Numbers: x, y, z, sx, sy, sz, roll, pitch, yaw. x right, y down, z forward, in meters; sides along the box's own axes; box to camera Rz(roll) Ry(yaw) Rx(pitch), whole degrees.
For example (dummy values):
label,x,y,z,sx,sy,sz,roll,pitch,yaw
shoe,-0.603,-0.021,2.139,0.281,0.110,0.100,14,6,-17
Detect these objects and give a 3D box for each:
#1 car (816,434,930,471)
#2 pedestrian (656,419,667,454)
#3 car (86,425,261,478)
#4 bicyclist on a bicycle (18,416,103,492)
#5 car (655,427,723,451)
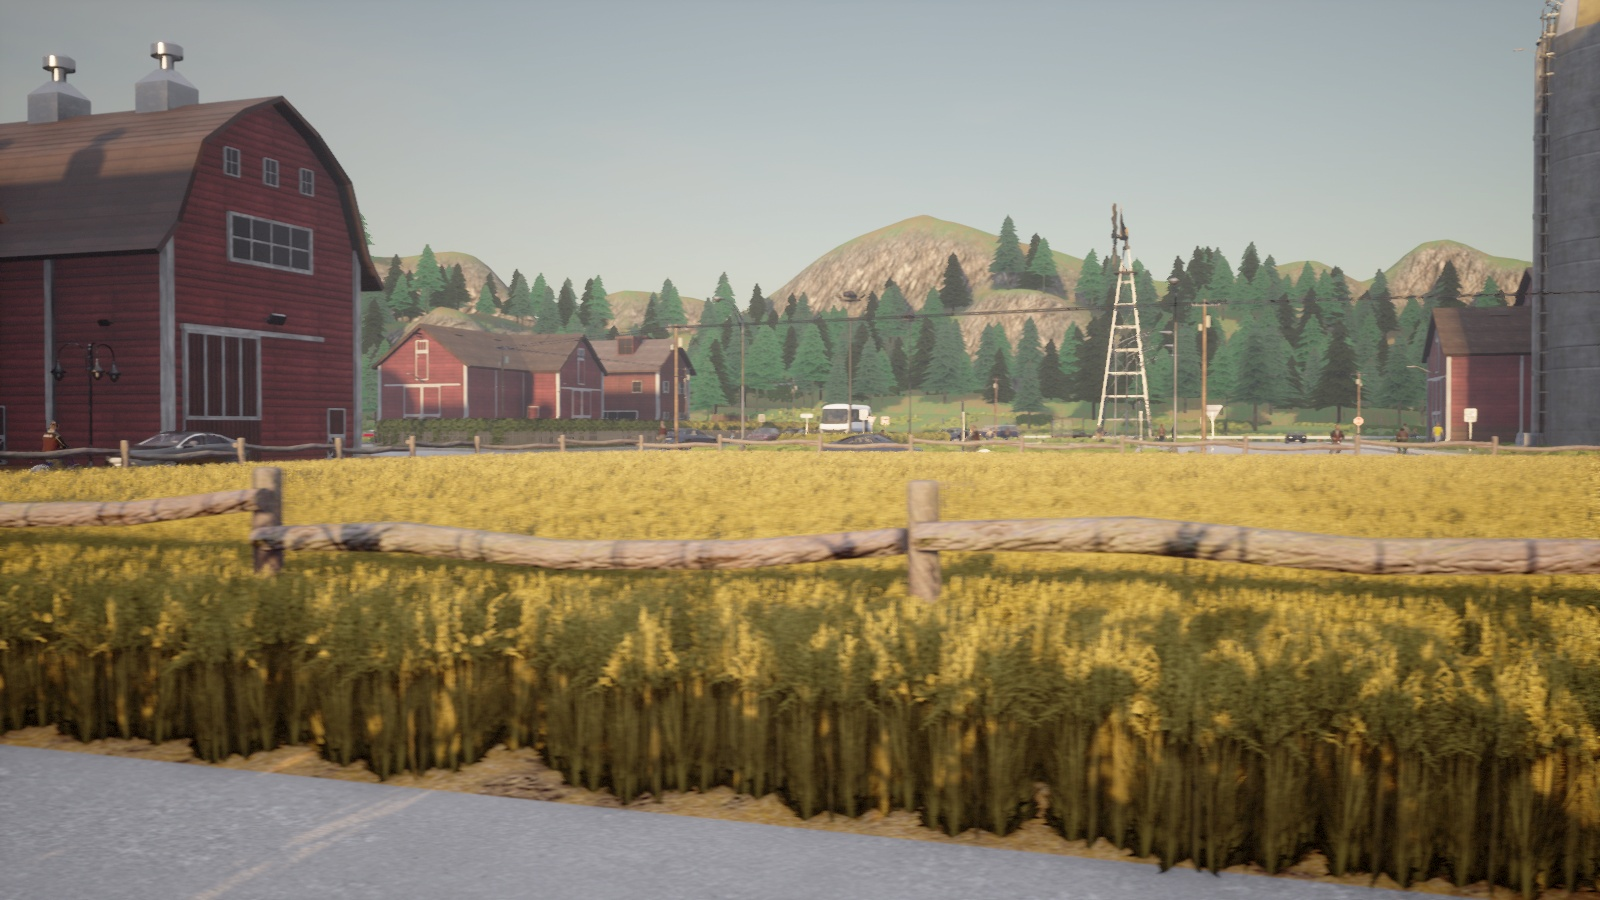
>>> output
label,x,y,z,sx,sy,sz,roll,pitch,yaw
car,2.922,0.074,50.177,4.181,1.385,1.994,1,1,18
pedestrian,-7.374,-0.741,66.786,0.376,1.854,0.720,0,1,-23
car,-19.295,0.002,38.953,2.128,1.511,4.902,1,1,15
bicyclist on a bicycle,-17.943,0.071,30.515,0.659,1.776,1.843,1,1,15
car,-7.586,-0.759,86.491,2.033,1.649,4.856,0,1,34
